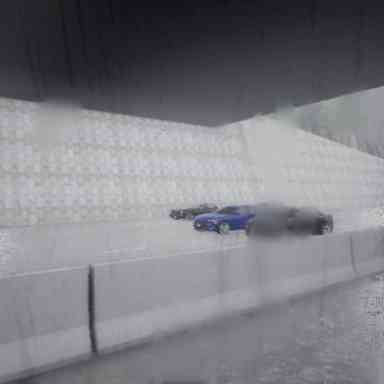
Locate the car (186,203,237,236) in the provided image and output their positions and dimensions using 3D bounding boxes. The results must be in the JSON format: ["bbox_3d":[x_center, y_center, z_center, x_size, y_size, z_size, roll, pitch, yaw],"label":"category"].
[{"bbox_3d":[2.391,1.448,18.544,5.008,1.535,1.882,0,0,-35],"label":"car"}]

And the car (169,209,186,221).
[{"bbox_3d":[0.590,1.558,25.845,4.718,1.301,1.895,0,0,-35],"label":"car"}]

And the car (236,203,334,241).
[{"bbox_3d":[4.743,1.455,15.920,5.008,1.535,1.882,0,0,-35],"label":"car"}]

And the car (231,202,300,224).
[{"bbox_3d":[5.644,1.510,25.131,5.357,1.411,2.033,0,0,-35],"label":"car"}]
